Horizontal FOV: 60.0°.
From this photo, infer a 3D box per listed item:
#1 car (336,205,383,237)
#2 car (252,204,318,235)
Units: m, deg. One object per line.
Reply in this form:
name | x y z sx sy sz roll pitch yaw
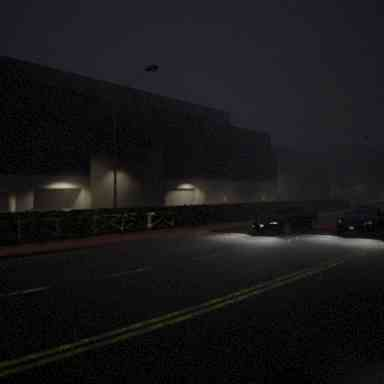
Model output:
car | 9.369 1.439 17.630 4.674 1.442 1.812 -1 0 -43
car | 5.294 1.451 18.592 4.892 1.490 1.837 -1 0 -43
